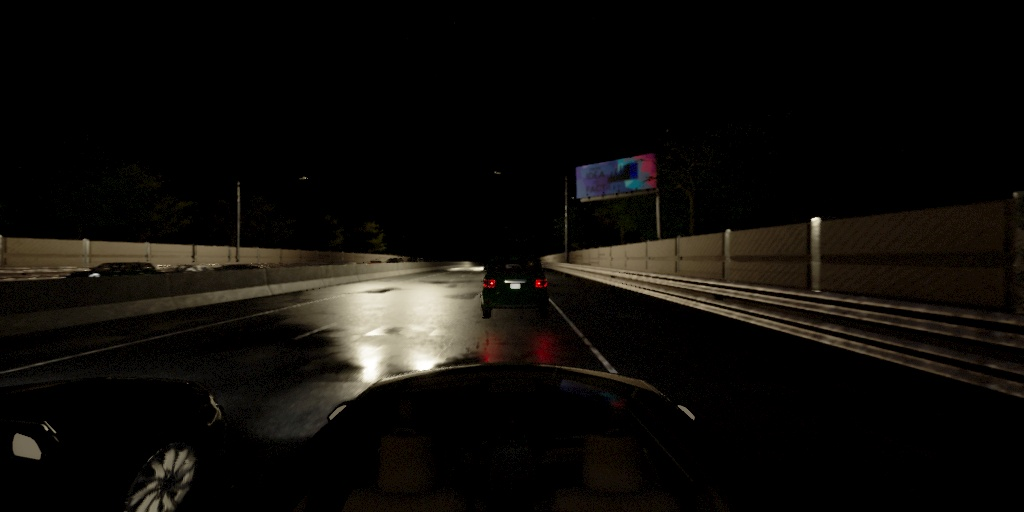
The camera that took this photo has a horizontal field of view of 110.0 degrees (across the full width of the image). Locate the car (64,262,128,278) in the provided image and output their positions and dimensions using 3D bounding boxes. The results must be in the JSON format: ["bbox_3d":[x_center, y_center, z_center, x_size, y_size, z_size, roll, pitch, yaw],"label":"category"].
[{"bbox_3d":[-24.598,1.167,22.287,2.097,1.767,4.553,0,0,0],"label":"car"}]

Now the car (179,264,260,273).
[{"bbox_3d":[-17.600,1.295,22.625,1.882,1.535,5.008,0,0,0],"label":"car"}]

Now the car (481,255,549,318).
[{"bbox_3d":[0.098,0.994,13.281,2.150,2.045,5.566,0,0,0],"label":"car"}]

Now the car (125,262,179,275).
[{"bbox_3d":[-21.099,1.311,23.125,2.128,1.511,4.902,0,0,0],"label":"car"}]

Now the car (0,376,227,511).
[{"bbox_3d":[-3.400,1.255,1.112,1.837,1.490,4.892,0,0,0],"label":"car"}]
